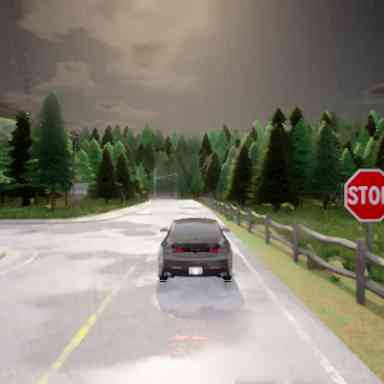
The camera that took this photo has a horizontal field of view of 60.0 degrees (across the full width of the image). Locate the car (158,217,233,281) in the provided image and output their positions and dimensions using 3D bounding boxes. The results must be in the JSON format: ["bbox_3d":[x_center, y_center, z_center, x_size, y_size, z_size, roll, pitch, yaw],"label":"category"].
[{"bbox_3d":[0.088,1.507,9.832,1.837,1.490,4.892,0,0,0],"label":"car"}]
